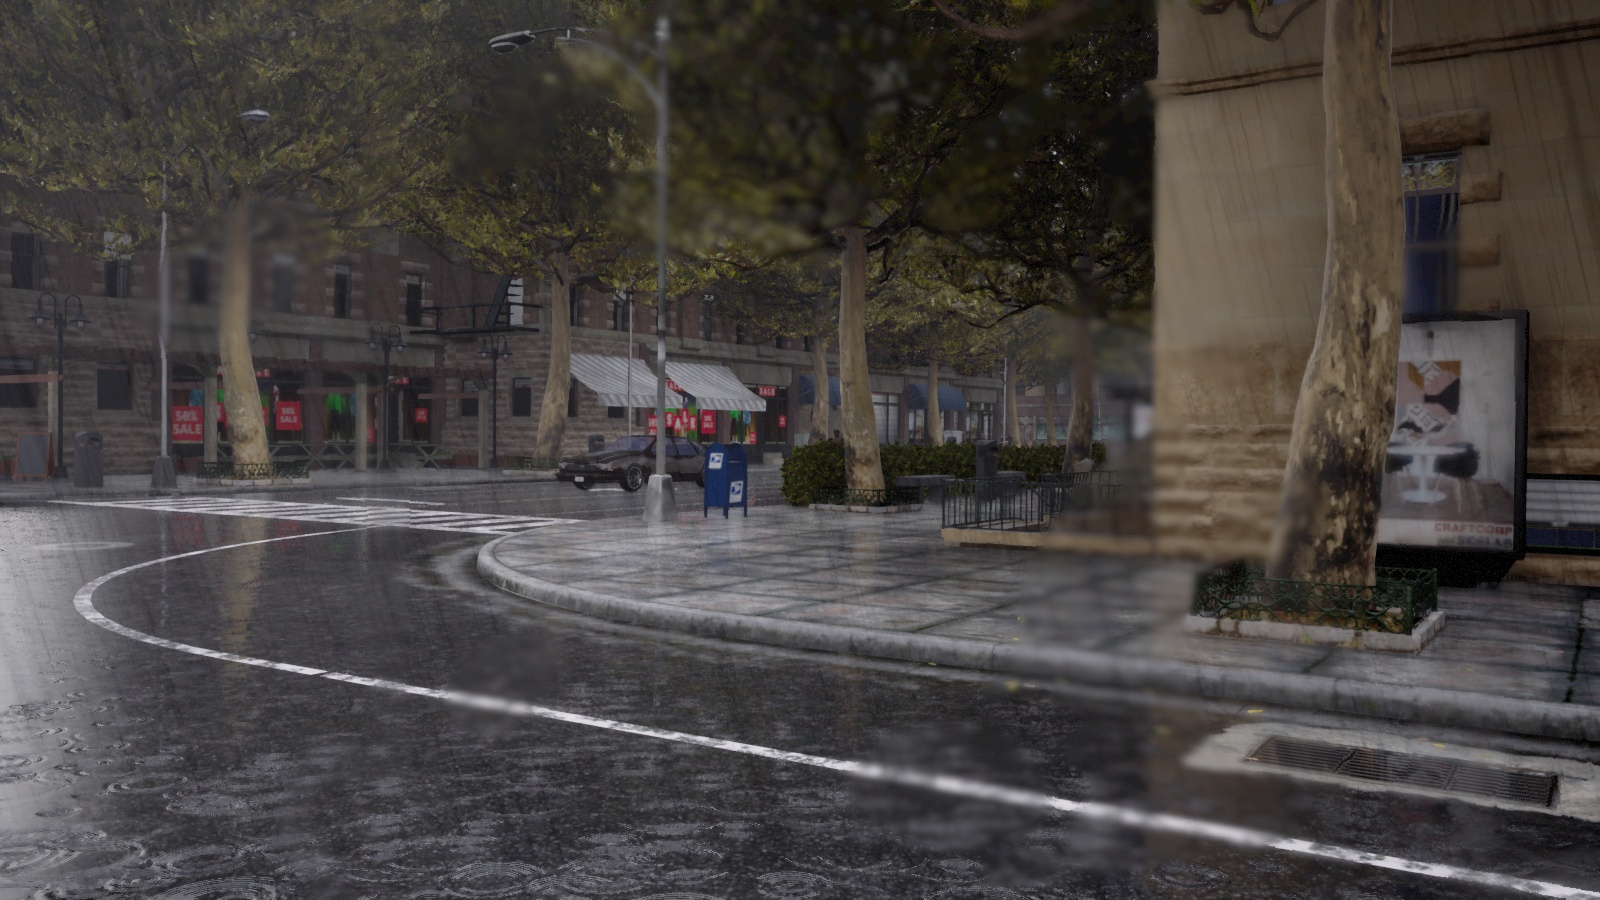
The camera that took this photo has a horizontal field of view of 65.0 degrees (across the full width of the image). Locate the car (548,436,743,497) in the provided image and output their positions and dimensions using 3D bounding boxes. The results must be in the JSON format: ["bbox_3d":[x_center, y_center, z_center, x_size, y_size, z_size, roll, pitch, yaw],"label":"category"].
[{"bbox_3d":[-3.879,0.368,32.640,2.033,1.411,5.357,0,1,33],"label":"car"}]
